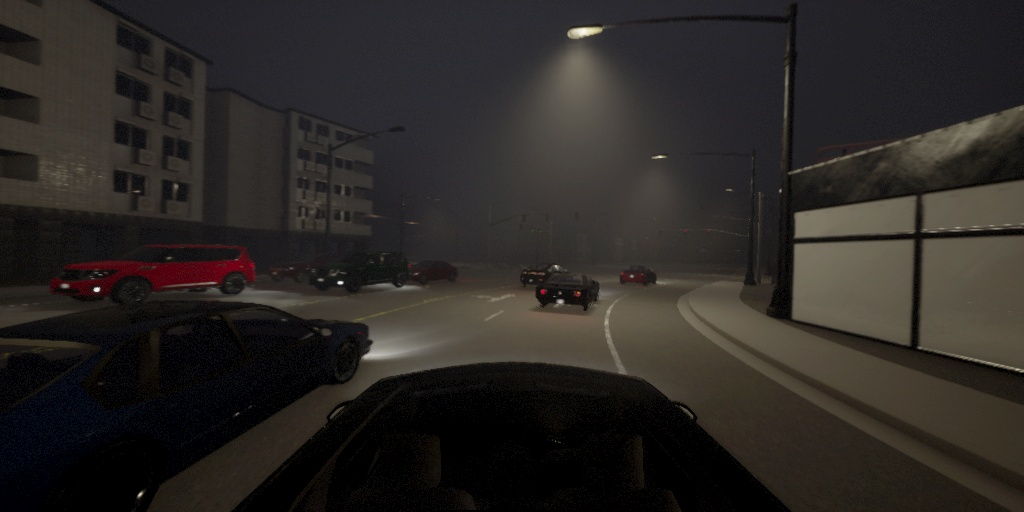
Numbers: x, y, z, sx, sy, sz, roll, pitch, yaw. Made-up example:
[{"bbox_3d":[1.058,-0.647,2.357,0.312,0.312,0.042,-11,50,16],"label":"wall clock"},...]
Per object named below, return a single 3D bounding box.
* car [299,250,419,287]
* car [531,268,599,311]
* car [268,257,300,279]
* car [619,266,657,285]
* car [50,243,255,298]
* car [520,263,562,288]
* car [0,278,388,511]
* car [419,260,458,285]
[{"bbox_3d":[-7.539,0.724,18.512,2.150,2.045,5.566,2,0,20],"label":"car"},{"bbox_3d":[2.473,1.353,14.846,1.895,1.301,4.718,2,0,20],"label":"car"},{"bbox_3d":[-10.809,0.584,19.753,1.812,1.442,4.674,2,0,20],"label":"car"},{"bbox_3d":[9.803,1.461,27.732,1.994,1.385,4.181,2,0,33],"label":"car"},{"bbox_3d":[-12.645,0.544,13.346,2.150,2.045,5.566,2,0,14],"label":"car"},{"bbox_3d":[2.239,1.198,22.335,2.128,1.511,4.902,2,0,29],"label":"car"},{"bbox_3d":[-3.427,1.187,3.733,2.033,1.411,5.357,2,0,3],"label":"car"},{"bbox_3d":[-5.332,1.009,23.349,1.812,1.442,4.674,2,1,27],"label":"car"}]
